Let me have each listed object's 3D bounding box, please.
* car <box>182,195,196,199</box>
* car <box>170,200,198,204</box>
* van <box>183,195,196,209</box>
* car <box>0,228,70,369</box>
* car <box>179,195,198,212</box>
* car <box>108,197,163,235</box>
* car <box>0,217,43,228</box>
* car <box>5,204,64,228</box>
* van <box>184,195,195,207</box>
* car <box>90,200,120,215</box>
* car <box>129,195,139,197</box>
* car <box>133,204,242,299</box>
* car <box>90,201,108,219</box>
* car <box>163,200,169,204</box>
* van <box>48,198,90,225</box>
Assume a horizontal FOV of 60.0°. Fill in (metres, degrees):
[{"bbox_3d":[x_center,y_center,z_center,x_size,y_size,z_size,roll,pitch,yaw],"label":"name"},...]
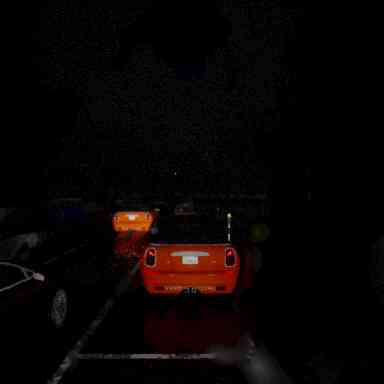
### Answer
[{"bbox_3d":[-0.384,1.447,34.448,1.967,1.590,4.097,0,0,0],"label":"car"},{"bbox_3d":[-0.384,1.528,23.743,1.752,1.417,4.829,0,0,0],"label":"car"},{"bbox_3d":[-0.384,1.353,45.324,1.690,1.788,3.998,0,0,0],"label":"van"},{"bbox_3d":[-3.046,1.491,3.909,2.128,1.511,4.902,0,0,0],"label":"car"},{"bbox_3d":[-0.384,1.324,39.886,2.192,1.841,5.009,0,0,0],"label":"car"},{"bbox_3d":[-3.046,1.354,19.030,2.097,1.767,4.553,0,0,0],"label":"car"},{"bbox_3d":[-6.246,1.601,9.258,1.895,1.301,4.718,0,0,0],"label":"car"},{"bbox_3d":[-8.909,1.567,18.136,1.947,1.339,4.313,0,0,0],"label":"car"},{"bbox_3d":[-0.384,1.356,50.761,1.690,1.788,3.998,0,0,0],"label":"van"},{"bbox_3d":[-8.909,1.572,34.448,1.947,1.339,4.313,0,0,0],"label":"car"},{"bbox_3d":[-8.910,1.452,45.324,1.967,1.590,4.097,0,0,0],"label":"car"},{"bbox_3d":[-0.032,1.353,8.620,2.097,1.767,4.553,0,0,0],"label":"car"},{"bbox_3d":[-8.909,1.530,28.841,1.752,1.417,4.829,0,0,0],"label":"car"},{"bbox_3d":[-3.146,1.532,34.068,1.812,1.442,4.674,0,0,0],"label":"car"},{"bbox_3d":[-8.909,1.344,23.573,1.690,1.788,3.998,0,0,0],"label":"van"}]
